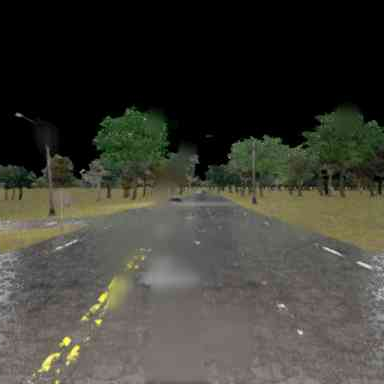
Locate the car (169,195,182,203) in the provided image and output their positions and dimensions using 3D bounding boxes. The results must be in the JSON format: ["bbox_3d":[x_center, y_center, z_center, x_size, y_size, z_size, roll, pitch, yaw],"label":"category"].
[{"bbox_3d":[-2.821,1.166,57.695,1.895,1.301,4.718,0,1,2],"label":"car"}]
